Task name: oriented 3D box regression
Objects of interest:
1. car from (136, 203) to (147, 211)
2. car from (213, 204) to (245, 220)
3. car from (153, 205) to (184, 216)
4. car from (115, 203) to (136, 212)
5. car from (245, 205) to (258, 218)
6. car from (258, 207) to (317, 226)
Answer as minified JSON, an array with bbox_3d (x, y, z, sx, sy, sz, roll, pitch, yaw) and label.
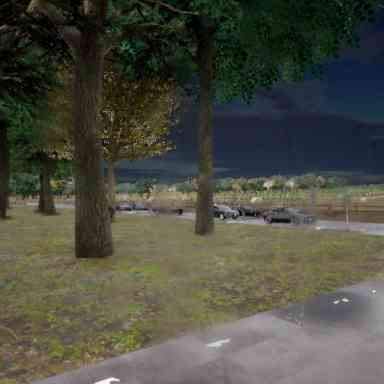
[{"bbox_3d":[-9.321,2.462,56.042,1.994,1.385,4.181,-1,0,-35],"label":"car"},{"bbox_3d":[2.738,2.012,33.805,1.837,1.490,4.892,-1,0,-35],"label":"car"},{"bbox_3d":[-3.039,2.288,42.035,1.895,1.301,4.718,-1,0,-35],"label":"car"},{"bbox_3d":[-11.355,2.503,53.994,1.994,1.385,4.181,-1,0,-35],"label":"car"},{"bbox_3d":[5.159,2.055,35.450,1.895,1.301,4.718,-1,0,-35],"label":"car"},{"bbox_3d":[7.766,1.910,26.658,1.994,1.385,4.181,-1,0,-35],"label":"car"}]
